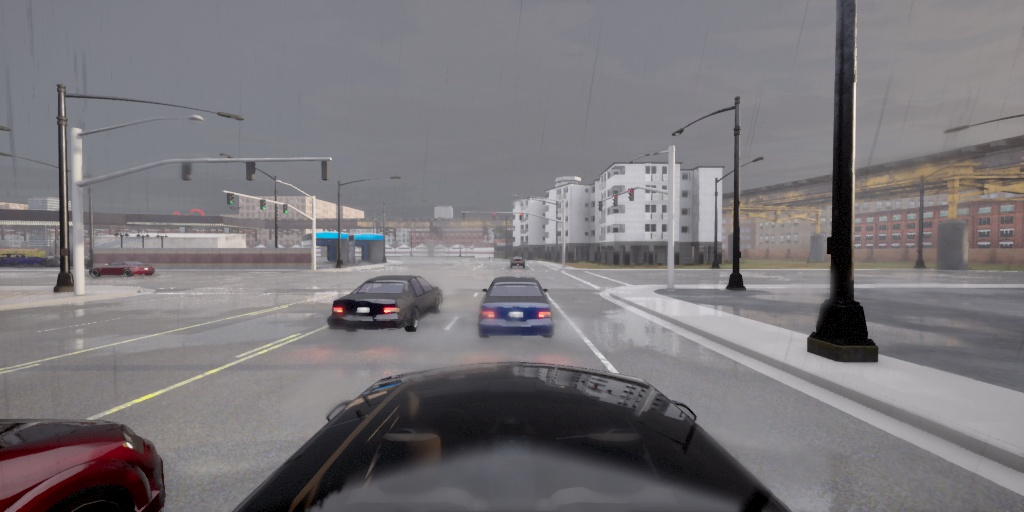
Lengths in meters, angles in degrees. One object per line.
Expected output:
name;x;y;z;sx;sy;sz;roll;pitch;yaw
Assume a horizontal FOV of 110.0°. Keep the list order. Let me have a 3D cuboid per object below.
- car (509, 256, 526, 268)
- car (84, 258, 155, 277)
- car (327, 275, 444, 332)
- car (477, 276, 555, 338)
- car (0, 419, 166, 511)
car;0.717;0.772;46.123;1.837;1.490;4.892;0;1;0
car;-33.658;1.084;30.979;4.181;1.385;1.994;0;1;-1
car;-3.404;1.274;10.724;2.033;1.411;5.357;0;0;0
car;0.092;1.279;10.120;2.033;1.411;5.357;0;0;0
car;-3.395;1.314;0.727;1.994;1.385;4.181;0;0;0
